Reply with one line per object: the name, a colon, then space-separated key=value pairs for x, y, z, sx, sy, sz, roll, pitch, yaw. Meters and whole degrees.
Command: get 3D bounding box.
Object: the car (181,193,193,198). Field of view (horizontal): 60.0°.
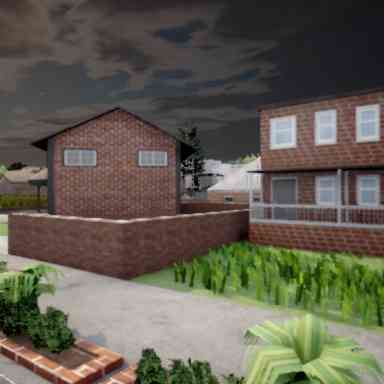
car: x=-1.547 y=1.175 z=86.285 sx=3.866 sy=1.878 sz=1.905 roll=0 pitch=0 yaw=-19
